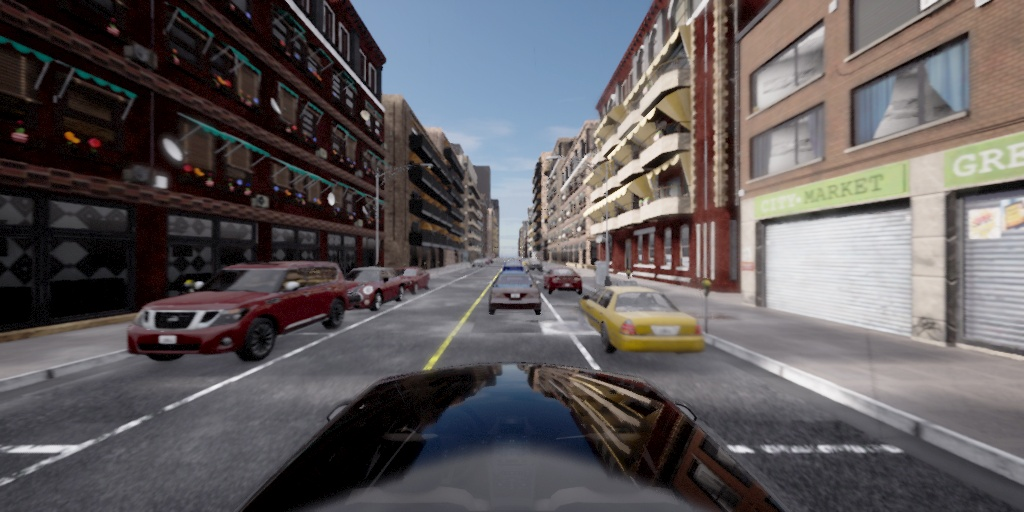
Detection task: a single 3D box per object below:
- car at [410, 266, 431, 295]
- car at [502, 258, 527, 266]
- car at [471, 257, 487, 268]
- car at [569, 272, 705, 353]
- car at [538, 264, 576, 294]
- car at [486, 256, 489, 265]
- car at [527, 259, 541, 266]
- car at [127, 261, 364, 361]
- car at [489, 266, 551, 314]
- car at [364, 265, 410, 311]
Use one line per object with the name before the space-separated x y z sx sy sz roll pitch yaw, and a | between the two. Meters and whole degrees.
car | -5.690 1.275 19.708 1.888 1.381 4.507 0 0 0
car | 0.104 1.193 32.520 1.882 1.535 5.008 0 0 0
car | -5.683 1.233 59.161 2.007 1.370 4.403 0 0 0
car | 2.689 1.268 8.600 1.751 1.417 4.829 0 0 0
car | 2.691 1.275 19.702 1.888 1.381 4.507 0 0 0
car | -5.683 1.226 64.798 2.007 1.370 4.403 0 0 0
car | 2.695 1.254 42.247 2.007 1.370 4.403 0 0 0
car | -5.691 1.057 8.435 2.192 1.841 5.009 0 0 0
car | 0.101 1.284 13.730 2.033 1.411 5.357 0 0 0
car | -5.691 1.176 14.071 1.967 1.591 4.097 0 0 0
